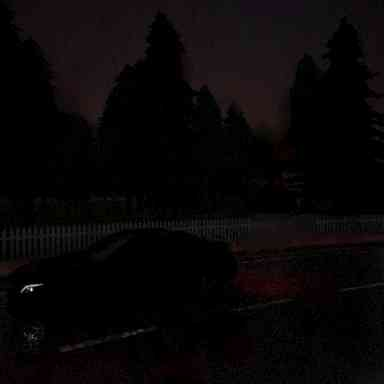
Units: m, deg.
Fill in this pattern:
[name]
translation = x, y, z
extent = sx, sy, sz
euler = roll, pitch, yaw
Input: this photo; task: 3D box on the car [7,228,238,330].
[car]
translation = -1.189, 1.526, 6.947
extent = 4.674, 1.442, 1.812
euler = 0, 0, -30
